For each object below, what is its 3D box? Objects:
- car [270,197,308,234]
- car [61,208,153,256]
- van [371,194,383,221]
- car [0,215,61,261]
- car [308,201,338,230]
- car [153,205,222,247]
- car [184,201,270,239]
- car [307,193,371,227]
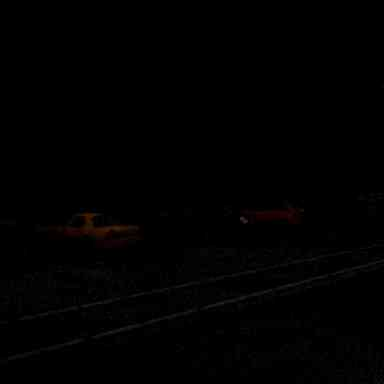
[{"bbox_3d":[3.759,1.299,18.748,4.553,1.767,2.185,-1,0,34],"label":"car"},{"bbox_3d":[-4.336,1.482,13.160,5.366,1.575,1.946,-1,0,34],"label":"car"},{"bbox_3d":[11.071,1.145,23.935,4.442,1.987,1.878,-1,-1,34],"label":"van"},{"bbox_3d":[-6.929,1.503,11.071,4.892,1.521,2.231,-1,0,34],"label":"car"},{"bbox_3d":[6.151,1.447,20.514,4.674,1.452,2.002,-1,-1,34],"label":"car"},{"bbox_3d":[-1.401,1.491,15.032,4.792,1.488,2.163,-1,-1,34],"label":"car"},{"bbox_3d":[1.298,1.317,17.048,4.553,1.767,2.185,-1,-1,34],"label":"car"},{"bbox_3d":[8.534,1.139,22.270,5.566,2.045,2.435,-1,0,34],"label":"car"}]
